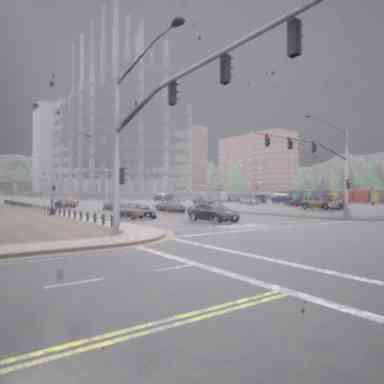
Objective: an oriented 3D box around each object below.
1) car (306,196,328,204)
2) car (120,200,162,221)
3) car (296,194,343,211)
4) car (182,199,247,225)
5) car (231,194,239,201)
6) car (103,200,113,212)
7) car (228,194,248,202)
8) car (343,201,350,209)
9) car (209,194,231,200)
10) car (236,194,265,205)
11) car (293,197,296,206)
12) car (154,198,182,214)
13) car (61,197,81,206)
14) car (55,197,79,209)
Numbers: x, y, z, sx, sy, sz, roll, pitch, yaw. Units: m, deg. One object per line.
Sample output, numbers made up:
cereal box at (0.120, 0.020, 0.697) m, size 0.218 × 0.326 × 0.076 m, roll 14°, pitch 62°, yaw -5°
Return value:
car at (26.450, 1.652, 70.488) m, size 1.784 × 1.438 × 3.905 m, roll 0°, pitch 0°, yaw -36°
car at (-4.612, 1.621, 27.829) m, size 1.994 × 1.385 × 4.181 m, roll 0°, pitch 0°, yaw -36°
car at (15.879, 1.324, 41.555) m, size 1.932 × 1.855 × 4.605 m, roll 0°, pitch 0°, yaw -36°
car at (1.578, 1.578, 25.215) m, size 1.837 × 1.490 × 4.892 m, roll 0°, pitch 0°, yaw -36°
car at (8.639, 1.602, 76.313) m, size 1.784 × 1.438 × 3.905 m, roll 0°, pitch 0°, yaw -36°
car at (-9.258, 1.638, 40.317) m, size 1.994 × 1.385 × 4.181 m, roll 0°, pitch 0°, yaw -36°
car at (10.797, 1.403, 77.911) m, size 1.932 × 1.855 × 4.605 m, roll 0°, pitch 0°, yaw -36°
car at (18.268, 1.340, 43.189) m, size 1.905 × 1.878 × 3.866 m, roll 0°, pitch 0°, yaw -36°
car at (6.280, 1.620, 74.635) m, size 1.970 × 1.475 × 3.806 m, roll 0°, pitch 0°, yaw -36°
car at (10.340, 1.593, 58.987) m, size 1.970 × 1.475 × 3.806 m, roll 0°, pitch 0°, yaw -36°
car at (24.054, 1.428, 68.861) m, size 1.932 × 1.855 × 4.605 m, roll 0°, pitch 0°, yaw -36°
car at (-2.587, 1.655, 37.335) m, size 1.994 × 1.385 × 4.181 m, roll 0°, pitch 0°, yaw -35°
car at (-20.589, 1.574, 56.279) m, size 1.882 × 1.535 × 5.008 m, roll 0°, pitch 0°, yaw -36°
car at (-17.374, 1.623, 45.657) m, size 1.994 × 1.385 × 4.181 m, roll 0°, pitch 0°, yaw -35°
